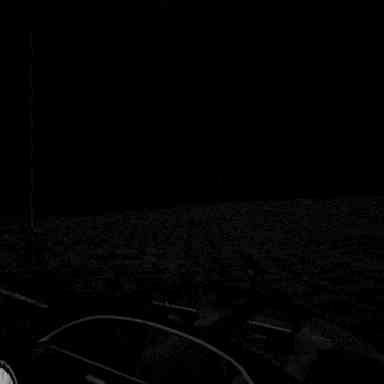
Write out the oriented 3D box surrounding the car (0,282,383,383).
[{"bbox_3d":[-0.212,1.548,3.010,4.403,1.369,2.008,0,-1,36],"label":"car"}]
